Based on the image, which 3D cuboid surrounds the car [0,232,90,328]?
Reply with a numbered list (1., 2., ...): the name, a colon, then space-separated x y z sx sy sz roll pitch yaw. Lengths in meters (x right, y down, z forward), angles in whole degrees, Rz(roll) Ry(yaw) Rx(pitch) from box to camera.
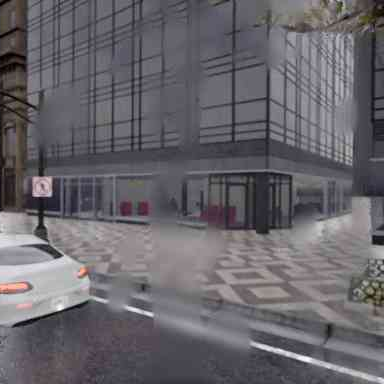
1. car: -3.919 1.517 6.462 4.674 1.442 1.812 0 0 35
